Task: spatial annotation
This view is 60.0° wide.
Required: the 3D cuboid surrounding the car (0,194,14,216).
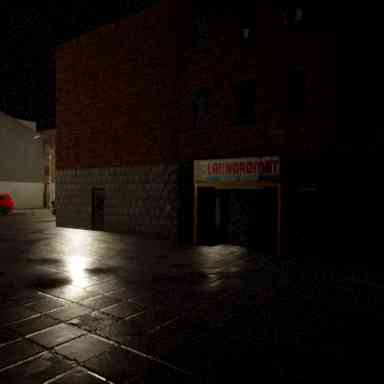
[{"bbox_3d":[-19.700,1.239,31.128,2.150,2.045,5.566,0,0,36],"label":"car"}]
